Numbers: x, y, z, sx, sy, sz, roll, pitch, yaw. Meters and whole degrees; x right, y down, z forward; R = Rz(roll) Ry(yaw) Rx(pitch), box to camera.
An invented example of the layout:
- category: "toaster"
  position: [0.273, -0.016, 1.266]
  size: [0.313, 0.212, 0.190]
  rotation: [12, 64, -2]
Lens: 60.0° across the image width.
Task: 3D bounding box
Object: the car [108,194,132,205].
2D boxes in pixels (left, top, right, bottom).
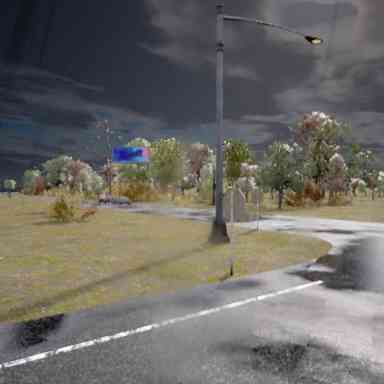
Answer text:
- category: "car"
  position: [-11.744, 1.445, 55.365]
  size: [2.033, 1.411, 5.357]
  rotation: [0, 0, -33]

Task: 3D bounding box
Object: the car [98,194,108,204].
- category: "car"
  position: [-15.712, 1.237, 61.258]
  size: [2.097, 1.767, 4.553]
  rotation: [0, 0, -34]
